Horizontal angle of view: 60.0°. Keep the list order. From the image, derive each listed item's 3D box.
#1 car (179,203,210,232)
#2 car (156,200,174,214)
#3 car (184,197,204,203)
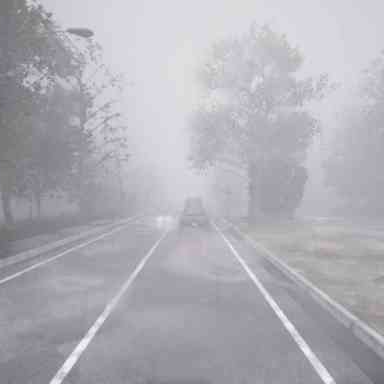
[{"bbox_3d":[0.161,1.695,21.633,2.128,1.511,4.902,0,-1,0],"label":"car"},{"bbox_3d":[-3.207,1.721,39.880,2.128,1.511,4.902,1,1,0],"label":"car"},{"bbox_3d":[0.230,1.537,40.072,2.150,2.045,5.566,1,3,0],"label":"car"}]
